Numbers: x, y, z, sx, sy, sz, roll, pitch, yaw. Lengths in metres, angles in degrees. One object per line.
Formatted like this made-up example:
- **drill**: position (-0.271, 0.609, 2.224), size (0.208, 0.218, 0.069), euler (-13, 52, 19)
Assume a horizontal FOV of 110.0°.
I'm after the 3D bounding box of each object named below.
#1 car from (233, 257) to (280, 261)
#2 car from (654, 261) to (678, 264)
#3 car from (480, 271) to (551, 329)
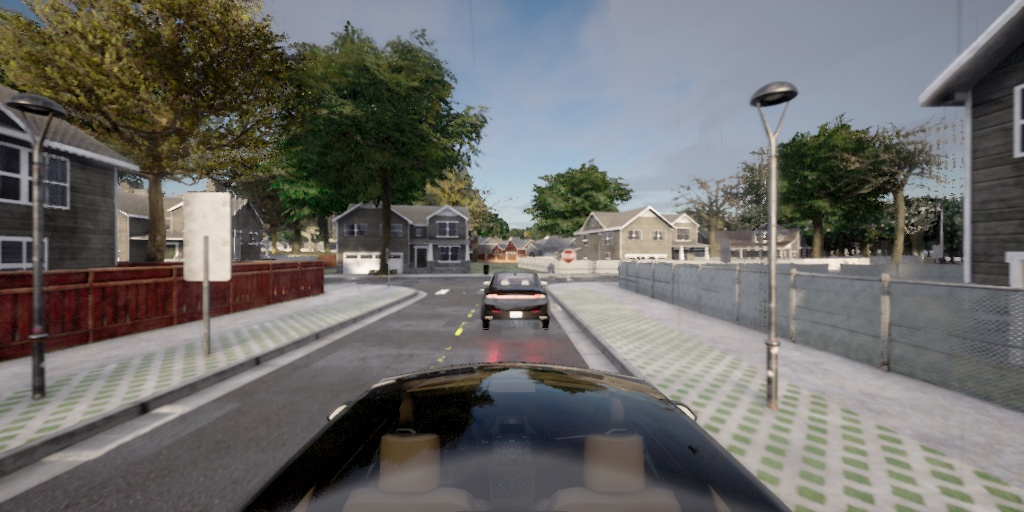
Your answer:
- **car**: position (-14.975, 0.907, 22.127), size (4.553, 1.767, 2.097), euler (0, 0, -12)
- **car**: position (12.196, 1.173, 27.920), size (5.008, 1.535, 1.882), euler (0, 0, -11)
- **car**: position (0.101, 1.202, 11.062), size (2.128, 1.511, 4.902), euler (0, 0, 0)
